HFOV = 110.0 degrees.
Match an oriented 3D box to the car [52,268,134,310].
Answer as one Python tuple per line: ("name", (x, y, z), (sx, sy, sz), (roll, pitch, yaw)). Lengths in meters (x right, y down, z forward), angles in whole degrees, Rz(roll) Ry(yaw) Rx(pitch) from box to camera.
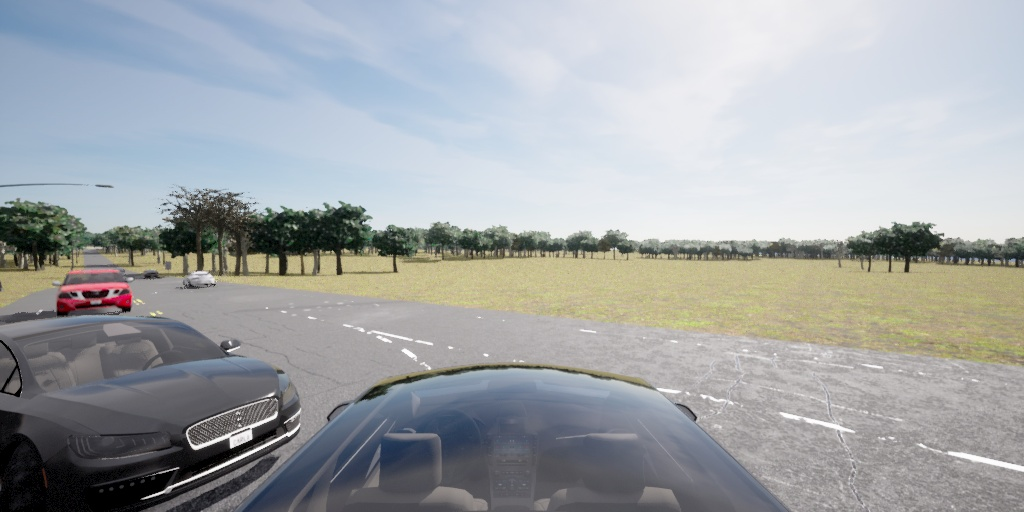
("car", (-19.682, 1.654, 16.915), (5.566, 2.045, 2.150), (-1, 0, 40))

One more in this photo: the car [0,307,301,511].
("car", (-4.624, 1.445, 3.942), (4.892, 1.490, 1.837), (-3, -3, 20))

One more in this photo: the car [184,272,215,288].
("car", (-30.842, 2.280, 35.354), (4.674, 1.442, 1.812), (-2, 0, 40))
